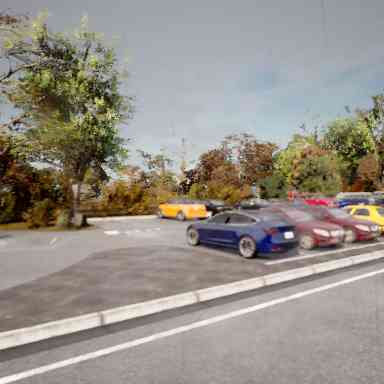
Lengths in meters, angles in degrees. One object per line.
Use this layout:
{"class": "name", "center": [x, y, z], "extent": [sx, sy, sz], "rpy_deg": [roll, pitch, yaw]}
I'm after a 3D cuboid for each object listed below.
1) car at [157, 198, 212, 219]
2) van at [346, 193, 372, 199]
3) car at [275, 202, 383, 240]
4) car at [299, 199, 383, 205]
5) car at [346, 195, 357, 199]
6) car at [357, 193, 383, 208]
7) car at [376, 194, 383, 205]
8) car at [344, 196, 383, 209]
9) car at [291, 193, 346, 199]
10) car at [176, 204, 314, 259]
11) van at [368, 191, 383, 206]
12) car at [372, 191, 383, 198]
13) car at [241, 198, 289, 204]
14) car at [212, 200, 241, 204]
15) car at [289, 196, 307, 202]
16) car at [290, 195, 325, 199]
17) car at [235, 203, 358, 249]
{"class": "car", "center": [-0.896, 1.248, 25.846], "extent": [2.185, 1.767, 4.553], "rpy_deg": [0, 0, -35]}
{"class": "van", "center": [19.953, 1.070, 40.406], "extent": [1.878, 1.987, 4.442], "rpy_deg": [-1, 1, -35]}
{"class": "car", "center": [6.354, 1.415, 15.608], "extent": [2.002, 1.452, 4.674], "rpy_deg": [0, 0, -35]}
{"class": "car", "center": [8.560, 1.371, 17.384], "extent": [1.946, 1.575, 5.366], "rpy_deg": [0, 0, -35]}
{"class": "car", "center": [15.162, 1.366, 37.176], "extent": [2.097, 1.535, 5.008], "rpy_deg": [0, 0, -35]}
{"class": "car", "center": [24.421, 1.071, 43.657], "extent": [2.185, 1.767, 4.553], "rpy_deg": [-1, 1, -35]}
{"class": "car", "center": [29.121, 1.095, 47.009], "extent": [2.231, 1.521, 4.892], "rpy_deg": [-1, 1, -35]}
{"class": "car", "center": [22.181, 1.275, 42.158], "extent": [2.163, 1.488, 4.792], "rpy_deg": [-1, 1, -35]}
{"class": "car", "center": [12.857, 1.119, 35.526], "extent": [2.435, 2.045, 5.566], "rpy_deg": [0, 0, -35]}
{"class": "car", "center": [1.717, 1.406, 12.376], "extent": [2.163, 1.488, 4.792], "rpy_deg": [0, 0, -35]}
{"class": "van", "center": [26.744, 0.919, 45.473], "extent": [1.878, 1.987, 4.442], "rpy_deg": [-1, 1, -35]}
{"class": "car", "center": [15.615, 1.121, 22.089], "extent": [2.435, 2.045, 5.566], "rpy_deg": [0, 0, -35]}
{"class": "car", "center": [6.011, 1.373, 30.752], "extent": [2.231, 1.521, 4.892], "rpy_deg": [0, 0, -35]}
{"class": "car", "center": [1.297, 1.373, 27.421], "extent": [2.097, 1.535, 5.008], "rpy_deg": [0, 0, -35]}
{"class": "car", "center": [8.239, 1.401, 32.275], "extent": [2.163, 1.488, 4.792], "rpy_deg": [0, 0, -35]}
{"class": "car", "center": [10.548, 1.400, 33.900], "extent": [2.163, 1.488, 4.792], "rpy_deg": [0, 0, -35]}
{"class": "car", "center": [4.044, 1.416, 13.981], "extent": [2.002, 1.452, 4.674], "rpy_deg": [0, 0, -35]}
